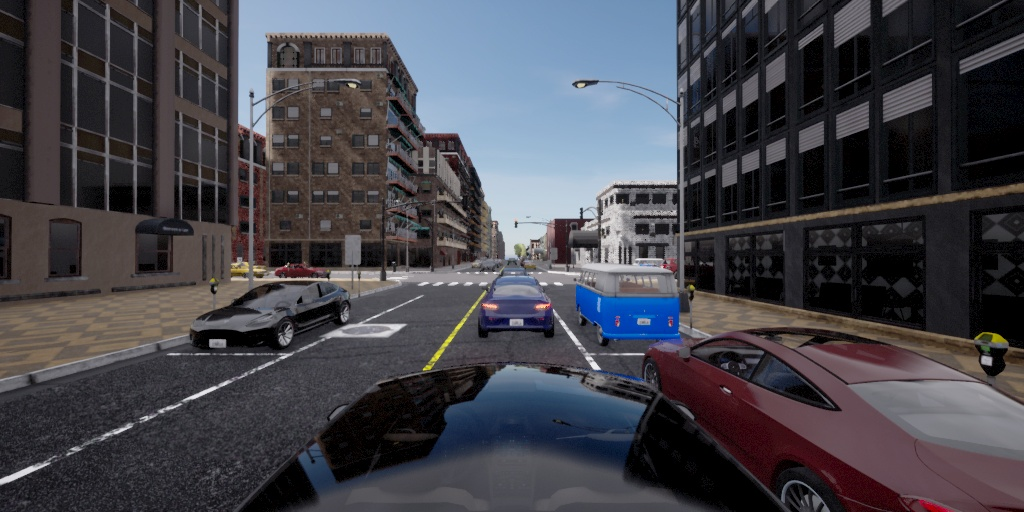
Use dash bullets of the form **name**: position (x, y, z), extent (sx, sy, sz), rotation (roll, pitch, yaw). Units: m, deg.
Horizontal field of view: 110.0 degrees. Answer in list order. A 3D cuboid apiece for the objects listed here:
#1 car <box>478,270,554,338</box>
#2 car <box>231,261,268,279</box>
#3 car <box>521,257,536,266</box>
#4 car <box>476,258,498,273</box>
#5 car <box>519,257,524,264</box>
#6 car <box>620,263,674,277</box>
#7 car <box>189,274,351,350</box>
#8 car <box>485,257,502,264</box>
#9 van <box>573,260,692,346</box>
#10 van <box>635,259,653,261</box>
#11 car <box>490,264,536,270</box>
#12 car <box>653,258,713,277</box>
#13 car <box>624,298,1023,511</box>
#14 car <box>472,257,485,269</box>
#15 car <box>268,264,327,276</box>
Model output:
- **car**: position (0.103, 1.277, 10.082), extent (1.812, 1.442, 4.674), rotation (0, 0, 0)
- **car**: position (-22.952, 1.216, 29.882), extent (4.829, 1.417, 1.751), rotation (0, 0, 0)
- **car**: position (2.704, 1.311, 54.038), extent (1.751, 1.417, 4.829), rotation (0, 0, 0)
- **car**: position (-3.087, 1.282, 45.324), extent (1.837, 1.490, 4.892), rotation (0, 0, 0)
- **car**: position (2.707, 1.382, 64.946), extent (1.802, 1.307, 4.207), rotation (0, 0, 0)
- **car**: position (13.412, 1.418, 35.773), extent (4.718, 1.301, 1.895), rotation (0, 0, 1)
- **car**: position (-5.688, 1.317, 9.109), extent (1.948, 1.339, 4.313), rotation (0, 0, 0)
- **car**: position (-3.071, 1.281, 60.064), extent (2.128, 1.511, 4.902), rotation (0, 0, 0)
- **van**: position (2.659, 1.092, 9.082), extent (1.690, 1.789, 3.998), rotation (0, 0, 0)
- **van**: position (14.906, 1.175, 38.343), extent (3.998, 1.789, 1.690), rotation (0, 0, 0)
- **car**: position (0.097, 1.318, 18.534), extent (1.994, 1.385, 4.181), rotation (0, 0, 0)
- **car**: position (14.927, 1.107, 29.963), extent (5.009, 1.841, 2.192), rotation (0, 0, 0)
- **car**: position (2.658, 1.332, 3.392), extent (1.802, 1.307, 4.207), rotation (0, 0, 0)
- **car**: position (-5.676, 1.318, 59.238), extent (1.751, 1.417, 4.829), rotation (0, 0, 0)
- **car**: position (-17.460, 1.284, 29.894), extent (4.207, 1.307, 1.802), rotation (0, 0, 0)
